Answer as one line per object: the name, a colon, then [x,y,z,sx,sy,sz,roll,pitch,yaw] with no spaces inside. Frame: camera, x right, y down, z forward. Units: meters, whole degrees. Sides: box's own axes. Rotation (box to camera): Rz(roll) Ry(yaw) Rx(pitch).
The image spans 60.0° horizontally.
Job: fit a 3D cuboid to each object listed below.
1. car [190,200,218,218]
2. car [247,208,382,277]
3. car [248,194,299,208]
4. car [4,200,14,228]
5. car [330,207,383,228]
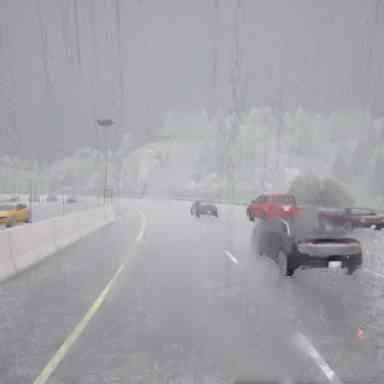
car: [1.040,1.471,29.571,1.812,1.442,4.674,0,0,-9]
car: [3.193,1.468,10.162,2.128,1.511,4.902,0,0,-3]
car: [5.526,1.170,23.184,2.150,2.045,5.566,0,0,-7]
car: [-12.182,1.458,22.023,1.882,1.535,5.008,0,0,-8]
car: [9.423,1.549,19.905,1.895,1.301,4.718,0,0,-6]
